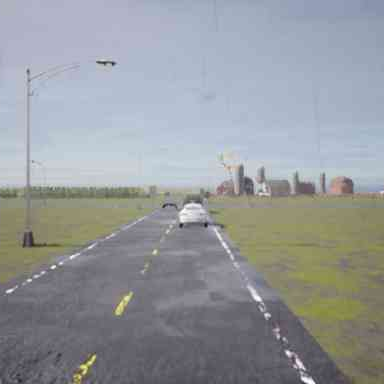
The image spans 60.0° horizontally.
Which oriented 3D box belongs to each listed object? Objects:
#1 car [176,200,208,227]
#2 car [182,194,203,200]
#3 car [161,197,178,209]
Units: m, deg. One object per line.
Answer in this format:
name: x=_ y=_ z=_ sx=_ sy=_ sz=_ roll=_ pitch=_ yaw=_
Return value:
car: x=0.095 y=1.518 z=22.664 sx=1.812 sy=1.442 sz=4.674 roll=0 pitch=0 yaw=0
car: x=0.096 y=1.211 z=37.546 sx=2.150 sy=2.045 sz=5.566 roll=0 pitch=0 yaw=0
car: x=-2.750 y=1.335 z=42.176 sx=2.033 sy=1.411 sz=5.357 roll=0 pitch=0 yaw=0
